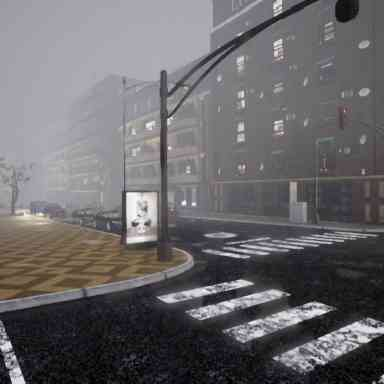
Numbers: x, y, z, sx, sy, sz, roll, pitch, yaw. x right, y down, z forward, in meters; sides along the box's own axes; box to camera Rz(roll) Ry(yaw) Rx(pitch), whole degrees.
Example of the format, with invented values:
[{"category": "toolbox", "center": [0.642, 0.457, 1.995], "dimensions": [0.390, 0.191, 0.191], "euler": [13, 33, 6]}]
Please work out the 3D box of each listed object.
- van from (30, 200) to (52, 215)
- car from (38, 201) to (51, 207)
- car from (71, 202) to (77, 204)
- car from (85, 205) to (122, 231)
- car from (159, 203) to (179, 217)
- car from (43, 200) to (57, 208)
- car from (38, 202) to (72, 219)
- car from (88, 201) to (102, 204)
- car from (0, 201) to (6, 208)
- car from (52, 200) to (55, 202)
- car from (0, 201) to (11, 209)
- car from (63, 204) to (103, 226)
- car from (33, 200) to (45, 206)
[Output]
[{"category": "van", "center": [-19.811, 2.035, 42.997], "dimensions": [1.690, 1.788, 3.998], "euler": [-2, 0, -36]}, {"category": "car", "center": [-34.559, 2.736, 77.745], "dimensions": [1.947, 1.339, 4.313], "euler": [-2, 0, -36]}, {"category": "car", "center": [-21.505, 2.424, 59.695], "dimensions": [1.802, 1.307, 4.206], "euler": [-2, 0, -36]}, {"category": "car", "center": [-5.554, 1.888, 23.119], "dimensions": [2.008, 1.369, 4.403], "euler": [-2, 0, -36]}, {"category": "car", "center": [-3.132, 1.824, 34.506], "dimensions": [1.967, 1.590, 4.097], "euler": [-2, 0, -36]}, {"category": "car", "center": [-31.299, 2.528, 73.233], "dimensions": [1.967, 1.590, 4.097], "euler": [-2, 0, -36]}, {"category": "car", "center": [-14.893, 2.115, 36.109], "dimensions": [1.887, 1.381, 4.507], "euler": [-2, 0, -36]}, {"category": "car", "center": [-14.977, 2.119, 50.672], "dimensions": [1.967, 1.590, 4.097], "euler": [-2, 0, -36]}, {"category": "car", "center": [-44.614, 2.863, 77.348], "dimensions": [1.887, 1.381, 4.507], "euler": [-2, 0, -36]}, {"category": "car", "center": [-25.350, 2.470, 60.605], "dimensions": [1.994, 1.385, 4.181], "euler": [-1, -1, -36]}, {"category": "car", "center": [-38.087, 2.704, 68.323], "dimensions": [2.008, 1.369, 4.403], "euler": [-2, 0, -36]}, {"category": "car", "center": [-8.818, 1.969, 27.632], "dimensions": [2.008, 1.369, 4.403], "euler": [-2, 0, -36]}, {"category": "car", "center": [-37.824, 2.798, 82.258], "dimensions": [1.887, 1.381, 4.507], "euler": [-2, 0, -36]}]
